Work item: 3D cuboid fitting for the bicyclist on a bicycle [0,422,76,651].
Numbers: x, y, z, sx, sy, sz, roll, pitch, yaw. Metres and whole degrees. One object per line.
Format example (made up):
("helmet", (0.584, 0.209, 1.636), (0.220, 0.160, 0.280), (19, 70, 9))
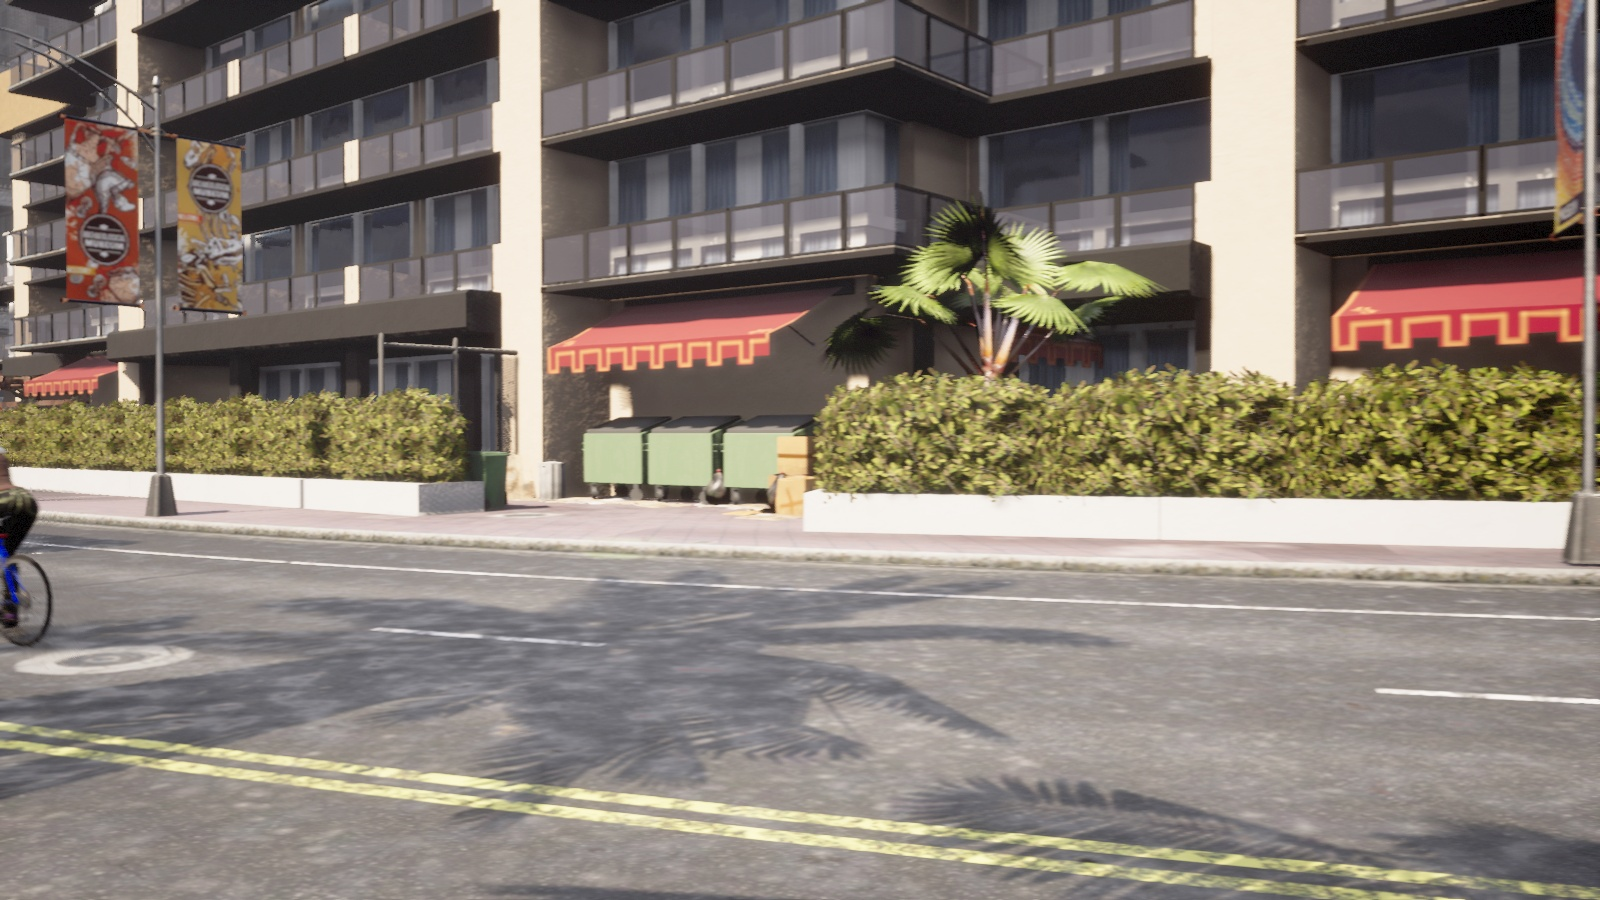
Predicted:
("bicyclist on a bicycle", (-6.307, 0.607, 9.493), (1.656, 1.620, 0.582), (0, 1, 25))
